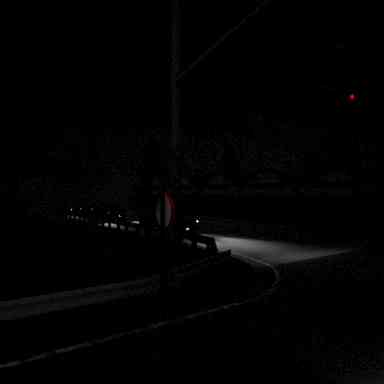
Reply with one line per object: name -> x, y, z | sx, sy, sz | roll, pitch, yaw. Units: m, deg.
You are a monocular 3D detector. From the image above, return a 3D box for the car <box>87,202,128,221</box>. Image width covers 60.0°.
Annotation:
car -> -7.239, 1.696, 28.931 | 1.837, 1.490, 4.892 | 0, 0, -35

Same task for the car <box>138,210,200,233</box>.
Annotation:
car -> -1.511, 1.792, 20.772 | 1.895, 1.301, 4.718 | 0, 0, -35

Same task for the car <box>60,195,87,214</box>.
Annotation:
car -> -13.307, 1.412, 37.561 | 2.150, 2.045, 5.566 | 0, 0, -34
